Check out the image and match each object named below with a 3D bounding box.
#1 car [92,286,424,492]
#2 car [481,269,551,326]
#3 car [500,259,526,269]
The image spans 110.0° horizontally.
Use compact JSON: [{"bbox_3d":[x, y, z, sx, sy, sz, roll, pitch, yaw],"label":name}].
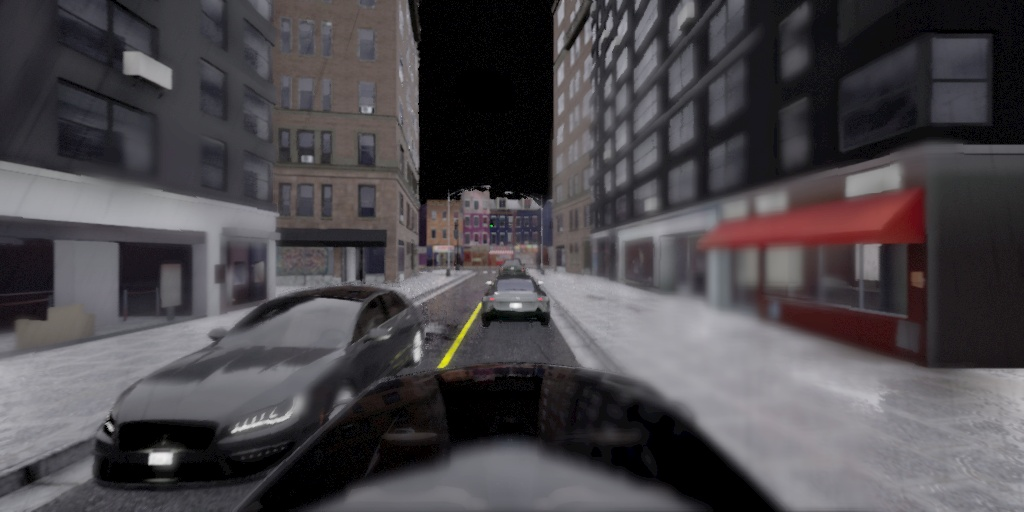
[{"bbox_3d":[-2.600,1.244,5.085,1.837,1.490,4.892,0,0,0],"label":"car"},{"bbox_3d":[0.100,1.283,11.574,1.994,1.385,4.181,0,0,0],"label":"car"},{"bbox_3d":[0.098,1.015,29.168,2.097,1.767,4.553,0,0,0],"label":"car"}]
